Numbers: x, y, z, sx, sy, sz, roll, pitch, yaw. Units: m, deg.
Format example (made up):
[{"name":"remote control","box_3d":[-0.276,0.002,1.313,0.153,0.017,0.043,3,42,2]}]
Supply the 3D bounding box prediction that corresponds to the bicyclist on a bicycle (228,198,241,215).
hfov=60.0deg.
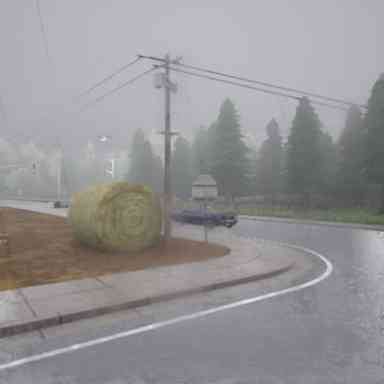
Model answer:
[{"name":"bicyclist on a bicycle","box_3d":[3.806,1.324,29.859,1.656,1.620,0.582,0,0,-38]}]

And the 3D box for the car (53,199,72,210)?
[{"name":"car","box_3d":[-16.858,1.591,44.038,1.994,1.385,4.181,0,0,-38]}]

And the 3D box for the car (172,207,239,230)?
[{"name":"car","box_3d":[0.781,1.628,21.614,1.895,1.301,4.718,0,0,-38]}]
